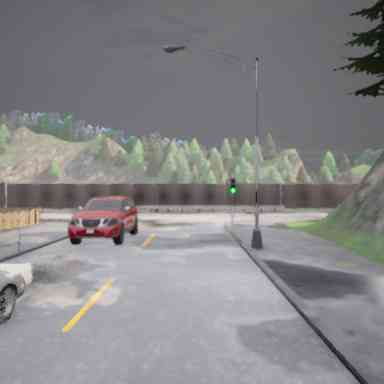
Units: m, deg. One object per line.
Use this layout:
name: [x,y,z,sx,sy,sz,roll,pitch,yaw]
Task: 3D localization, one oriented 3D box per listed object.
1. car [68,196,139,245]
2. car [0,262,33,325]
car: [-4.002,1.219,16.009,2.150,2.045,5.566,0,0,1]
car: [-4.083,1.601,4.330,1.895,1.301,4.718,0,0,0]
